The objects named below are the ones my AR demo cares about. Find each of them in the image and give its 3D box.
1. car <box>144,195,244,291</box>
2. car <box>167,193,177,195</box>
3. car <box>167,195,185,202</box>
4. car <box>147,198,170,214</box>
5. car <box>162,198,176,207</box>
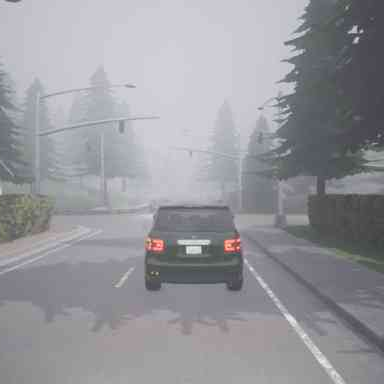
[{"bbox_3d":[0.052,1.221,9.156,2.150,2.045,5.566,0,0,0],"label":"car"},{"bbox_3d":[-3.835,1.212,65.895,2.150,2.045,5.566,0,1,-11],"label":"car"},{"bbox_3d":[-3.628,1.524,74.105,1.812,1.442,4.674,0,0,-35],"label":"car"},{"bbox_3d":[-3.643,1.490,36.872,2.128,1.511,4.902,0,0,0],"label":"car"},{"bbox_3d":[-3.658,1.601,53.182,1.895,1.301,4.718,0,0,0],"label":"car"}]
